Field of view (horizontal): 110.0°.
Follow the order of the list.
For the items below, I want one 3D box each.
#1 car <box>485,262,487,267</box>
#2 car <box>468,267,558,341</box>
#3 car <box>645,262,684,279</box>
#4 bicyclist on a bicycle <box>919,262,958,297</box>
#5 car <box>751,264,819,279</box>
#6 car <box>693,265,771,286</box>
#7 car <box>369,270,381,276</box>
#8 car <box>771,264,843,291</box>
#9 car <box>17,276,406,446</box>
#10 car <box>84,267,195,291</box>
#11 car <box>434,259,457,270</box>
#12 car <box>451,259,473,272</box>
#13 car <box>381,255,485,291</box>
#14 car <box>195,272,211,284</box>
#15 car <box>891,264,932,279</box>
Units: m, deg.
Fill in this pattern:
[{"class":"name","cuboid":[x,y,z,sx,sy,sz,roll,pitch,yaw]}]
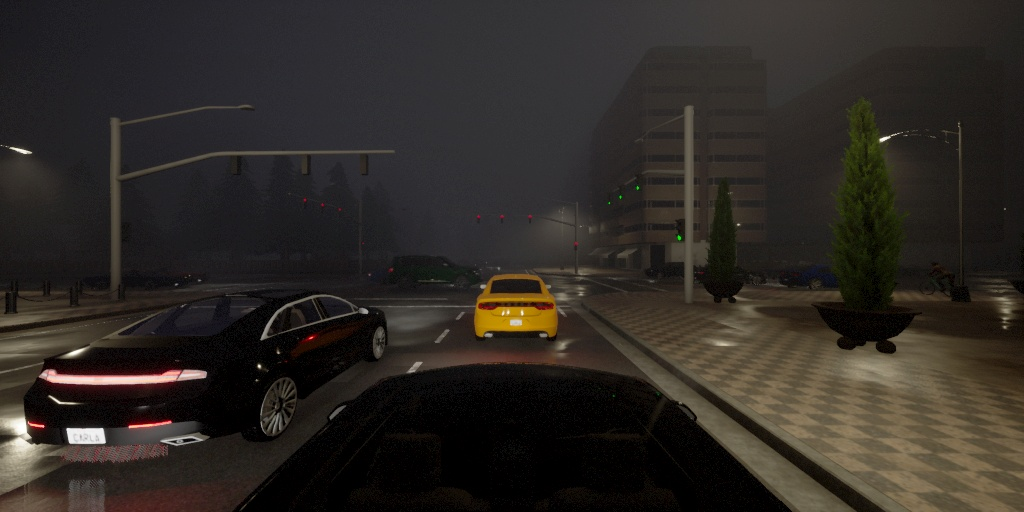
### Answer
[{"class":"car","cuboid":[-5.515,1.255,57.731,1.837,1.490,4.892,0,0,15]},{"class":"car","cuboid":[0.103,1.228,9.909,1.882,1.535,5.008,0,0,0]},{"class":"car","cuboid":[14.633,1.283,32.501,5.008,1.535,1.882,0,0,0]},{"class":"bicyclist on a bicycle","cuboid":[20.280,1.106,17.035,0.582,1.620,1.656,0,0,0]},{"class":"car","cuboid":[24.709,1.406,32.531,4.718,1.301,1.895,0,0,0]},{"class":"car","cuboid":[15.243,1.310,25.303,4.892,1.490,1.837,0,0,0]},{"class":"car","cuboid":[-7.305,1.320,25.238,5.357,1.411,2.033,0,0,0]},{"class":"car","cuboid":[19.129,1.283,21.814,5.008,1.535,1.882,0,0,0]},{"class":"car","cuboid":[-3.425,1.242,5.325,2.128,1.511,4.902,0,0,0]},{"class":"car","cuboid":[-22.509,1.406,21.684,4.718,1.301,1.895,0,0,0]},{"class":"car","cuboid":[-9.795,1.228,52.998,1.882,1.535,5.008,0,0,7]},{"class":"car","cuboid":[-6.678,1.228,48.397,1.882,1.535,5.008,0,0,3]},{"class":"car","cuboid":[-4.630,0.984,21.743,5.566,2.045,2.150,0,0,0]},{"class":"car","cuboid":[-24.161,1.406,25.179,4.718,1.301,1.895,0,0,0]},{"class":"car","cuboid":[34.909,1.406,32.554,4.718,1.301,1.895,0,0,0]}]
